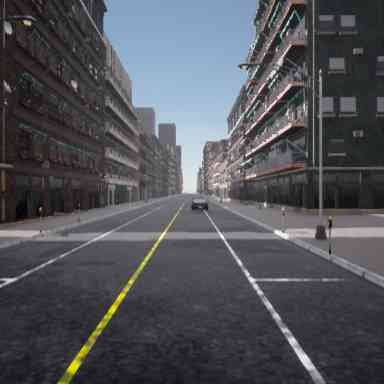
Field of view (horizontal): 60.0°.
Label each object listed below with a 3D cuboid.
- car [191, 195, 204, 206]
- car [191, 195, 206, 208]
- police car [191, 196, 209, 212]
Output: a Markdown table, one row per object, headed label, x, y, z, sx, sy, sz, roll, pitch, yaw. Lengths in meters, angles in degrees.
| label | x | y | z | sx | sy | sz | roll | pitch | yaw |
| --- | --- | --- | --- | --- | --- | --- | --- | --- | --- |
| car | 0.896 | 1.365 | 54.653 | 2.097 | 1.767 | 4.553 | 0 | 0 | 0 |
| car | 0.897 | 1.353 | 48.654 | 2.097 | 1.767 | 4.553 | 0 | 0 | 0 |
| police car | 0.899 | 1.427 | 38.796 | 1.930 | 1.638 | 5.238 | 0 | 0 | 0 |
